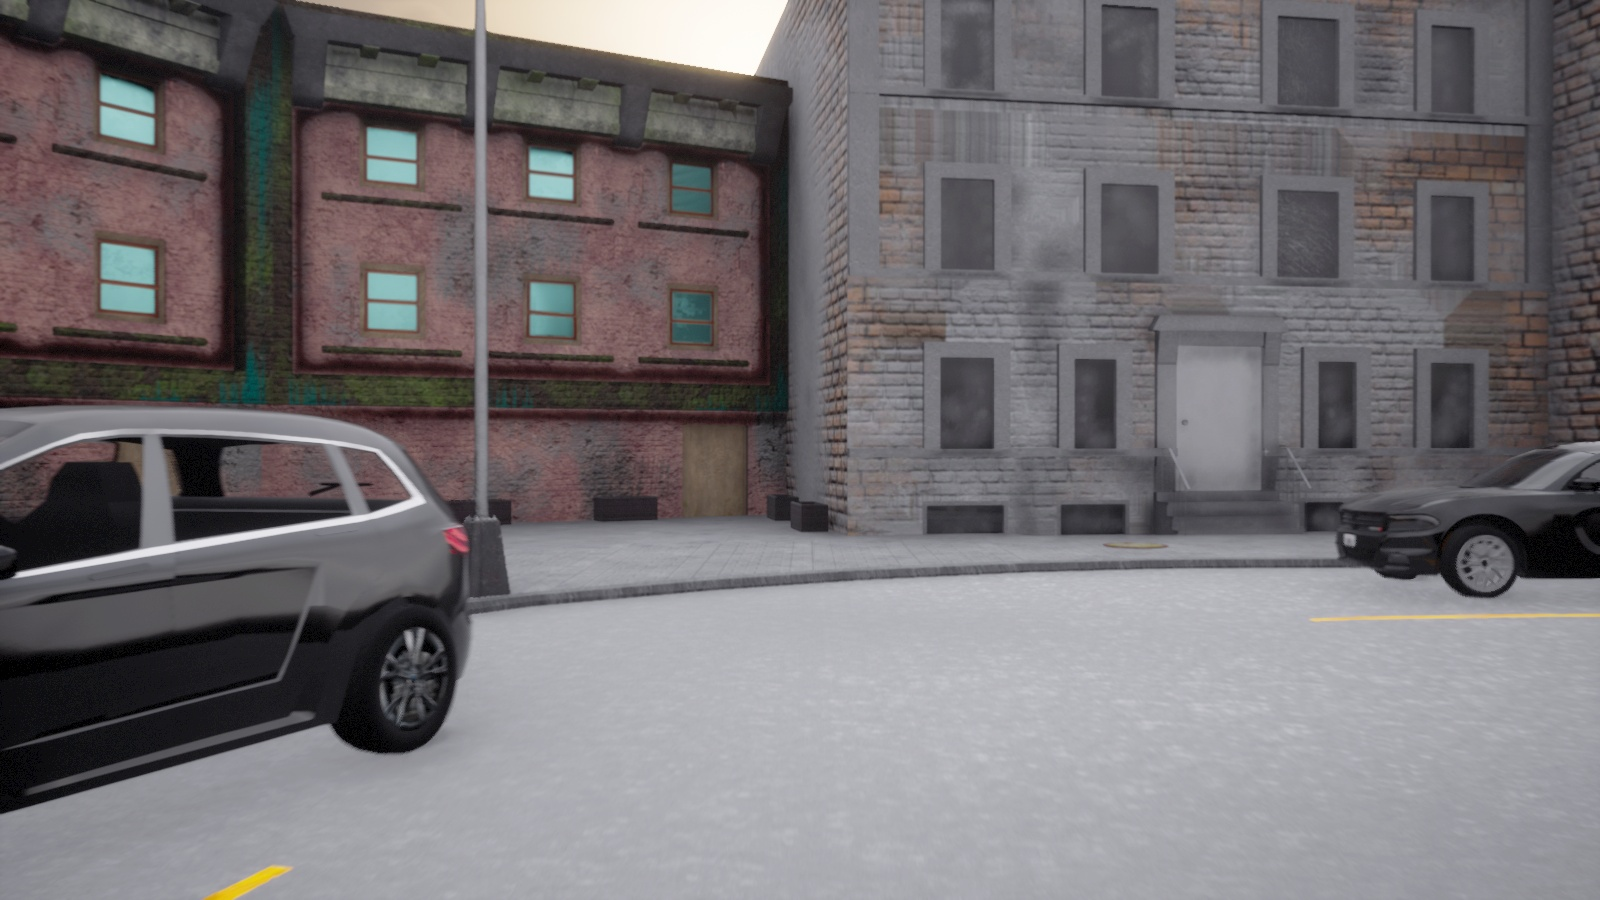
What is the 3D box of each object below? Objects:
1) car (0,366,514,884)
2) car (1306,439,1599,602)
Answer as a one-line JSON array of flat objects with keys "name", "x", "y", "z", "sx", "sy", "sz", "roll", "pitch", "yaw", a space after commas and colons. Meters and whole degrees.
[{"name": "car", "x": -3.418, "y": 0.561, "z": 4.950, "sx": 2.242, "sy": 1.667, "sz": 4.611, "roll": 0, "pitch": 0, "yaw": 22}, {"name": "car", "x": 8.035, "y": 0.661, "z": 12.769, "sx": 5.008, "sy": 1.535, "sz": 1.882, "roll": 0, "pitch": 0, "yaw": 0}]
